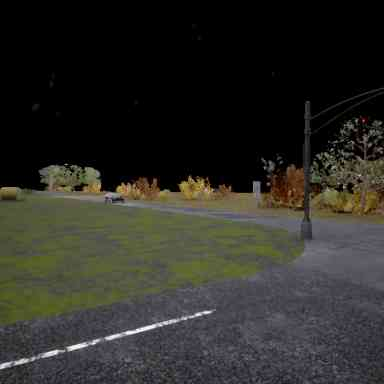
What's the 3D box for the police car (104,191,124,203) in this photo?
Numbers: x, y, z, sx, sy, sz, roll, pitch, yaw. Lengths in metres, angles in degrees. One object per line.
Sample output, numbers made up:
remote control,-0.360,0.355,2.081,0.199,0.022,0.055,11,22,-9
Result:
police car,-11.650,0.744,49.739,1.930,1.638,5.238,1,0,-32
